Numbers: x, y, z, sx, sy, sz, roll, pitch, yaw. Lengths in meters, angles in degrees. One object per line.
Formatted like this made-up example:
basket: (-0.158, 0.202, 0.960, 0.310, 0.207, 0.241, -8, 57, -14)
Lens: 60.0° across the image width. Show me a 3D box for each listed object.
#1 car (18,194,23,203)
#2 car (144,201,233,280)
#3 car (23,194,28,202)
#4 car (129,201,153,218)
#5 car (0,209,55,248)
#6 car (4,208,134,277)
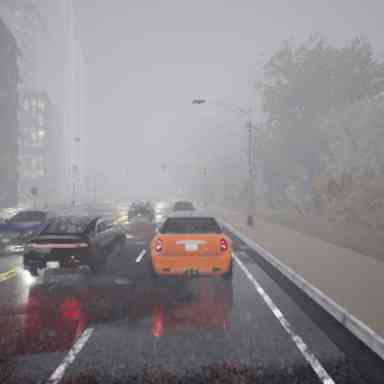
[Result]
car: (-28.381, 1.148, 49.391, 4.829, 1.417, 1.752, 1, -1, -13)
car: (-0.057, 1.341, 10.117, 2.097, 1.767, 4.553, 0, 0, -1)
car: (-30.765, 1.001, 57.611, 4.097, 1.590, 1.967, 1, -1, -13)
car: (-3.930, 1.457, 26.354, 2.128, 1.511, 4.902, 0, 0, -3)
car: (-6.856, 1.513, 14.467, 1.812, 1.442, 4.674, 0, 0, -2)
car: (-3.306, 1.482, 10.205, 2.128, 1.511, 4.902, 0, 0, -1)
